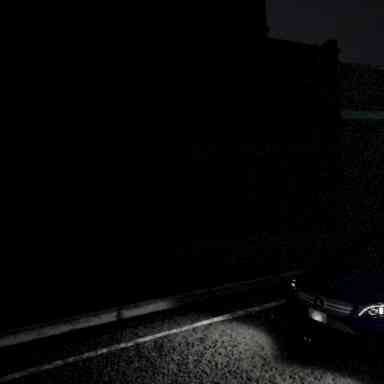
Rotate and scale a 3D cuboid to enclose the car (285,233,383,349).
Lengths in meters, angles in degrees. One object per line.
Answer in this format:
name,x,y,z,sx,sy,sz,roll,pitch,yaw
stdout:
car,3.775,1.493,5.956,4.674,1.442,1.812,0,0,-31
